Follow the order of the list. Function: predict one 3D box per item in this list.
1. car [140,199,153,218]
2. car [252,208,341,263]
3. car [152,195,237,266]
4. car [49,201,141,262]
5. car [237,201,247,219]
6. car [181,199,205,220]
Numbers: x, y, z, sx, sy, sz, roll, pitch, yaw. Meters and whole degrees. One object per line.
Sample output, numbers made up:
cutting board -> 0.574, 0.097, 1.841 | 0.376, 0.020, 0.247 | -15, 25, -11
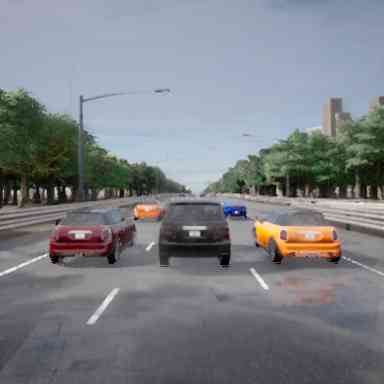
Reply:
car -> -3.411, 1.353, 27.487 | 2.097, 1.767, 4.553 | 0, 0, 0
car -> 3.583, 1.371, 12.212 | 2.097, 1.767, 4.553 | 0, 0, 0
car -> 0.086, 1.238, 11.755 | 2.150, 2.045, 5.566 | 0, 0, 0
car -> -3.416, 1.370, 12.299 | 2.097, 1.767, 4.553 | 0, 0, 0
car -> 3.595, 1.473, 29.307 | 1.882, 1.535, 5.008 | 0, 0, 0
car -> 0.095, 1.473, 29.315 | 1.882, 1.535, 5.008 | 0, 0, 0
